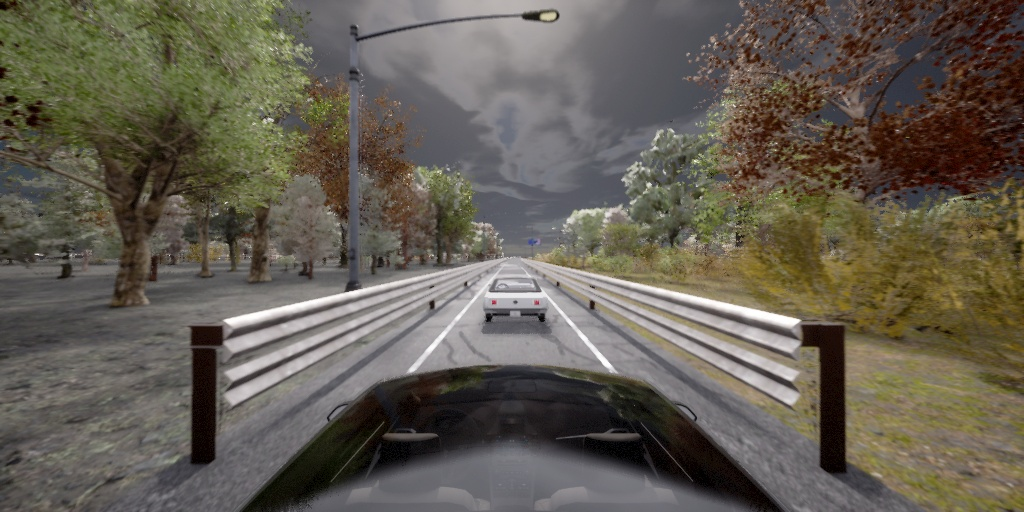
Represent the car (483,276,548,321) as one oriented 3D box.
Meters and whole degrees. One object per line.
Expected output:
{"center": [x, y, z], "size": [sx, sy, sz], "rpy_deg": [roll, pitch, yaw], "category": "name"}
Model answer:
{"center": [0.101, 1.354, 12.422], "size": [1.895, 1.301, 4.718], "rpy_deg": [0, 0, 0], "category": "car"}
